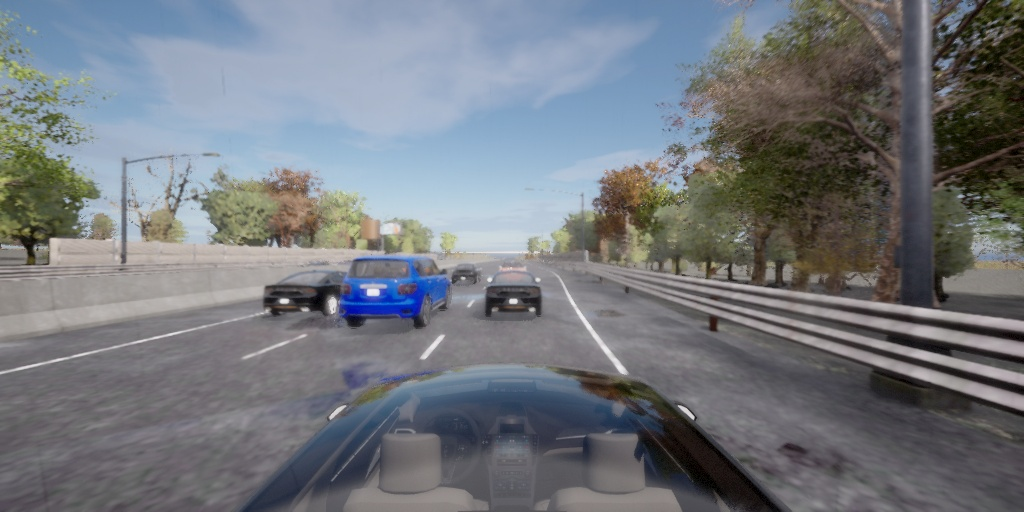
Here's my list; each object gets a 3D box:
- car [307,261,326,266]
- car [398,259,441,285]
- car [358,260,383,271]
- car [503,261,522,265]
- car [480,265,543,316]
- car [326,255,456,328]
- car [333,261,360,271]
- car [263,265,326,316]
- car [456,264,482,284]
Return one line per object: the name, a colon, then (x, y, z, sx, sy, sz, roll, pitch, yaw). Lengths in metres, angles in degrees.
car: (-28.053, 1.448, 52.196, 1.994, 1.385, 4.181, 0, 0, 0)
car: (-6.932, 1.160, 27.427, 2.097, 1.767, 4.553, 0, 0, 0)
car: (-21.055, 1.393, 53.548, 1.837, 1.490, 4.892, 0, 0, 0)
car: (0.068, 1.161, 27.392, 2.097, 1.767, 4.553, 0, 0, 0)
car: (0.072, 1.253, 13.417, 1.882, 1.535, 5.008, 0, -1, 1)
car: (-3.435, 0.995, 11.606, 2.150, 2.045, 5.566, 0, 0, 0)
car: (-24.553, 1.452, 53.408, 1.994, 1.385, 4.181, 0, 0, 0)
car: (-6.926, 1.253, 13.417, 1.882, 1.535, 5.008, 0, -1, 0)
car: (-3.429, 1.317, 27.764, 1.837, 1.490, 4.892, 0, 0, 0)
